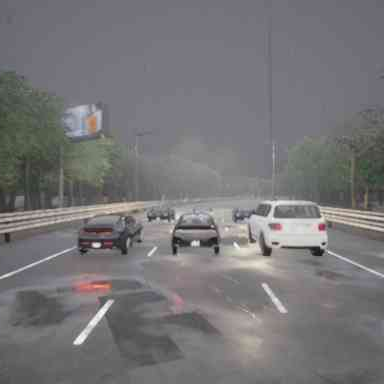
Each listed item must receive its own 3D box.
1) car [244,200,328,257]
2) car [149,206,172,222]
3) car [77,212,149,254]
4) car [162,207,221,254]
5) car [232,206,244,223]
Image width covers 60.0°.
[{"bbox_3d":[3.686,1.347,13.710,2.150,2.045,5.566,0,0,2],"label":"car"},{"bbox_3d":[-2.564,1.875,28.925,1.895,1.301,4.718,0,-1,4],"label":"car"},{"bbox_3d":[-3.297,1.641,14.193,1.837,1.490,4.892,0,0,2],"label":"car"},{"bbox_3d":[0.201,1.626,14.095,2.128,1.511,4.902,0,0,2],"label":"car"},{"bbox_3d":[4.421,1.872,28.454,1.895,1.301,4.718,0,-1,4],"label":"car"}]
